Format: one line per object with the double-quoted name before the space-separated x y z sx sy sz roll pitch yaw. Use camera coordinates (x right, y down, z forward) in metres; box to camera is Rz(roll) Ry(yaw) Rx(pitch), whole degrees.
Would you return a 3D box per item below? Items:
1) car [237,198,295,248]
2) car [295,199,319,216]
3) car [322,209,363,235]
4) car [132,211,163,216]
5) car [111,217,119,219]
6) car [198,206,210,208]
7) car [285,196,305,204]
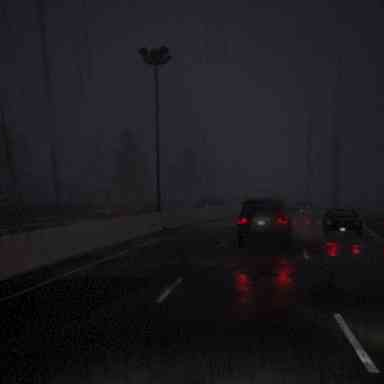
"car" 3.488 1.300 15.461 2.150 2.045 5.566 -2 -1 17
"car" 11.492 1.575 33.479 2.128 1.511 4.902 -2 -1 30
"car" 8.414 1.608 18.940 1.895 1.301 4.718 -1 -1 21
"car" -4.194 1.990 34.086 1.994 1.385 4.181 -2 -1 26
"car" -7.871 1.987 34.540 1.882 1.535 5.008 -2 -1 26
"car" 1.854 1.558 38.229 2.150 2.045 5.566 -2 -1 30
"car" 20.756 1.667 67.067 4.674 1.442 1.812 -1 -1 -43
